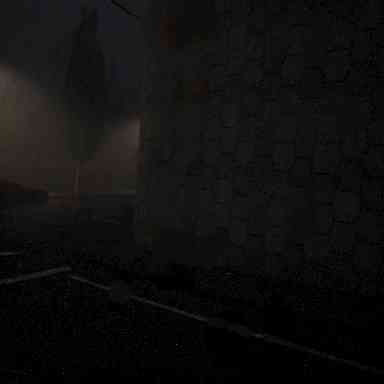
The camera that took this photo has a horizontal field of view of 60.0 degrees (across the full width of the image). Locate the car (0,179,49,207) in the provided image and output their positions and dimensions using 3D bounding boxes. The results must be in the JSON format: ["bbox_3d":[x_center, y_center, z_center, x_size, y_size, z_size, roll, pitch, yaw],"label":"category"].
[{"bbox_3d":[-10.632,0.024,18.826,1.882,1.535,5.008,8,5,35],"label":"car"}]
